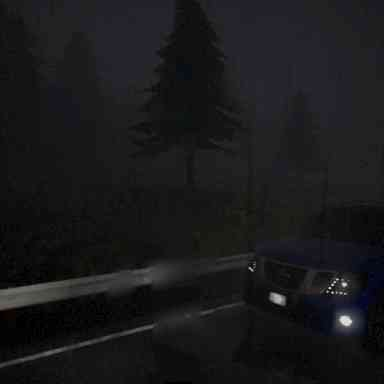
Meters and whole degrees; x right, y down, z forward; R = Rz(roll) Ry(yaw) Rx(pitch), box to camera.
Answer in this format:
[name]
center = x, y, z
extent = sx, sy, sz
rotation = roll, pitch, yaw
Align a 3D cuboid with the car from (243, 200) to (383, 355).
[car]
center = 3.535, 1.211, 6.417
extent = 5.566, 2.045, 2.150
rotation = 0, 0, -34
